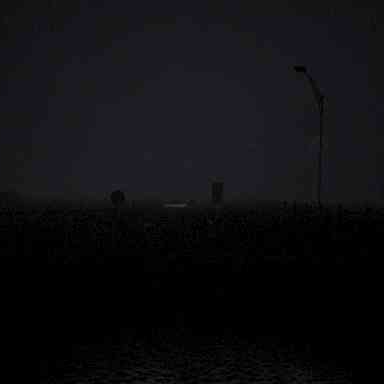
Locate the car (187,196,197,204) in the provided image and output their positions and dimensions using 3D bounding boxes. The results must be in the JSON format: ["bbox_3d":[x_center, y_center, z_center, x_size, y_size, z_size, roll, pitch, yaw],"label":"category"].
[{"bbox_3d":[0.027,1.531,67.165,1.837,1.490,4.892,0,0,0],"label":"car"}]

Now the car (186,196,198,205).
[{"bbox_3d":[0.023,1.546,57.159,1.812,1.442,4.674,0,0,0],"label":"car"}]

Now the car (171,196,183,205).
[{"bbox_3d":[-2.727,1.501,61.334,1.882,1.535,5.008,0,0,0],"label":"car"}]
